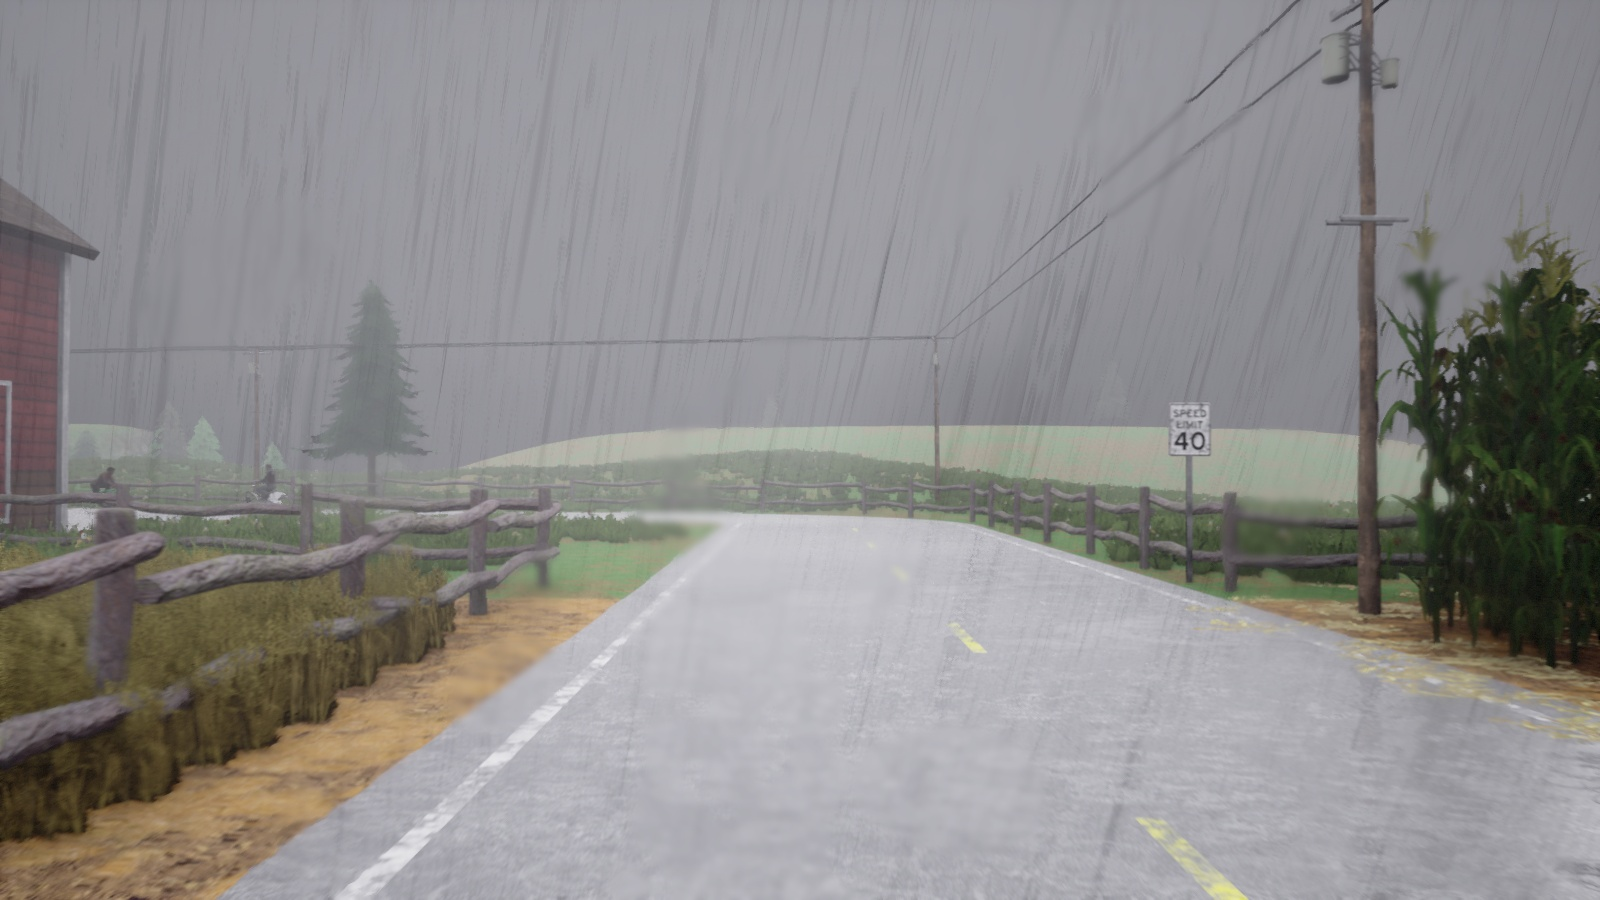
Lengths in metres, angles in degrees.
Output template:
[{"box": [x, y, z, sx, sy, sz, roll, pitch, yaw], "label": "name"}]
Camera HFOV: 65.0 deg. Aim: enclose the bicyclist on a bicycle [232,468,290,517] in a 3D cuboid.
[{"box": [-19.693, 1.551, 45.923, 1.843, 1.776, 0.659, 0, -1, 5], "label": "bicyclist on a bicycle"}]
